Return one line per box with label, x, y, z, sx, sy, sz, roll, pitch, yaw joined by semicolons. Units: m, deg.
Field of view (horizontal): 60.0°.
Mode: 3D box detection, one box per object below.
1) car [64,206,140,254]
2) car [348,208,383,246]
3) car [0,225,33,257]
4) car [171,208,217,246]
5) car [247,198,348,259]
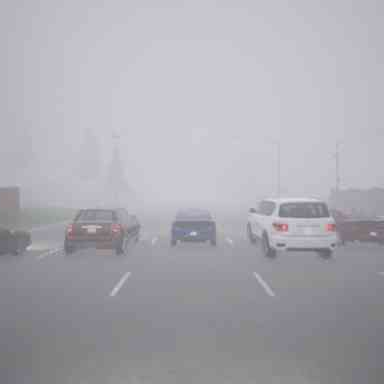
car;-3.433;1.351;13.566;2.097;1.767;4.553;0;0;0
car;7.074;1.478;15.440;1.882;1.535;5.008;0;0;0
car;-6.957;1.548;10.141;2.033;1.411;5.357;0;0;0
car;0.074;1.478;15.447;1.882;1.535;5.008;0;0;0
car;3.563;1.224;12.801;2.150;2.045;5.566;0;0;1
